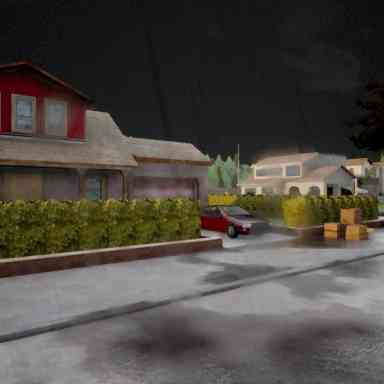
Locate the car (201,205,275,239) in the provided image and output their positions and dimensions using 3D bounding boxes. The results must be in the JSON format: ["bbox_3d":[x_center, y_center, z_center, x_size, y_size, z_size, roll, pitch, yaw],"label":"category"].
[{"bbox_3d":[1.561,1.356,16.546,2.033,1.415,5.357,0,0,-33],"label":"car"}]
